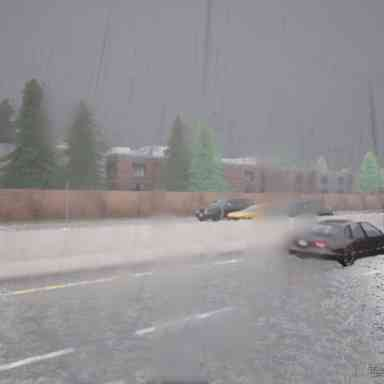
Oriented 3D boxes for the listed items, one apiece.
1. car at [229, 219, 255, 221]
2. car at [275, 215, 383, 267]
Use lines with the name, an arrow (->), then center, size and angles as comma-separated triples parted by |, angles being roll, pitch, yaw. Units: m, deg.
car -> 4.818, 1.734, 24.663 | 5.008, 1.535, 1.882 | 1, -1, -36
car -> 5.568, 1.705, 12.039 | 5.357, 1.411, 2.033 | 1, -1, -36
